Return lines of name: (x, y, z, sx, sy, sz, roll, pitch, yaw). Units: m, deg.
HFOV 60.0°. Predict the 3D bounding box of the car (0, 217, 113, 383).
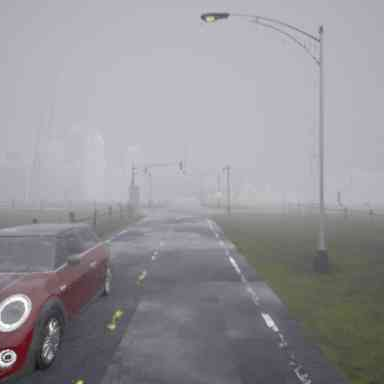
car: (-2.850, 1.401, 5.714, 2.097, 1.767, 4.553, 0, 0, 0)
